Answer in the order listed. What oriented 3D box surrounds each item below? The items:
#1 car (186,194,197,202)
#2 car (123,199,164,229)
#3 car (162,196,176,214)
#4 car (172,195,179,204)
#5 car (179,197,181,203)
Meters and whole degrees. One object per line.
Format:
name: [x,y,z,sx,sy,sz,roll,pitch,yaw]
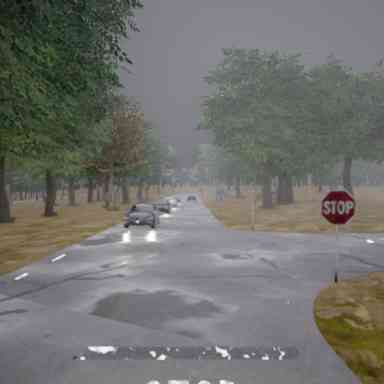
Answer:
car: [-0.038,1.219,67.574,1.837,1.490,4.892,0,0,0]
car: [-3.111,1.457,21.364,1.837,1.490,4.892,1,0,0]
car: [-3.114,1.465,34.308,2.033,1.411,5.357,0,0,0]
car: [-3.113,1.389,45.701,1.812,1.442,4.674,0,0,0]
car: [-3.040,1.290,61.730,1.812,1.442,4.674,0,0,0]
